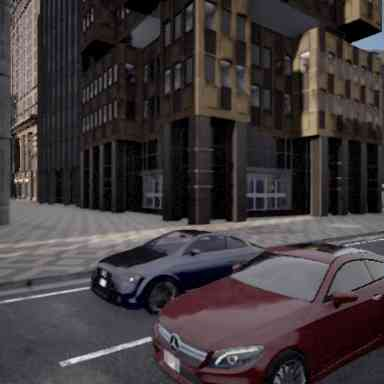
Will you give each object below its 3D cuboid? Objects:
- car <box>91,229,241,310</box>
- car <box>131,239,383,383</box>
[{"bbox_3d":[-0.095,1.574,7.600,4.181,1.385,1.994,0,0,-35],"label":"car"},{"bbox_3d":[1.682,1.536,4.875,4.674,1.442,1.812,0,0,-35],"label":"car"}]
